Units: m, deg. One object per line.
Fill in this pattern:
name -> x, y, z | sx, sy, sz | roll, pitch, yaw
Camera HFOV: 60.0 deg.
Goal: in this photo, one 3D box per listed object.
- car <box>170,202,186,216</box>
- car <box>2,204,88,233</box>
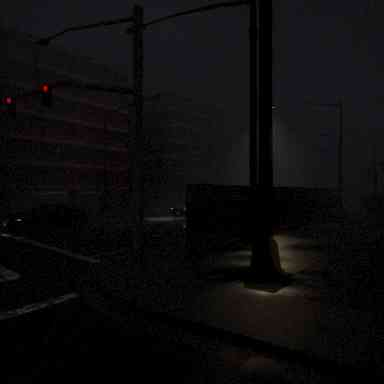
car -> -0.008, 1.601, 31.879 | 1.895, 1.301, 4.718 | 0, 0, 35
car -> -8.565, 1.491, 19.801 | 2.128, 1.511, 4.902 | 0, 0, 37
